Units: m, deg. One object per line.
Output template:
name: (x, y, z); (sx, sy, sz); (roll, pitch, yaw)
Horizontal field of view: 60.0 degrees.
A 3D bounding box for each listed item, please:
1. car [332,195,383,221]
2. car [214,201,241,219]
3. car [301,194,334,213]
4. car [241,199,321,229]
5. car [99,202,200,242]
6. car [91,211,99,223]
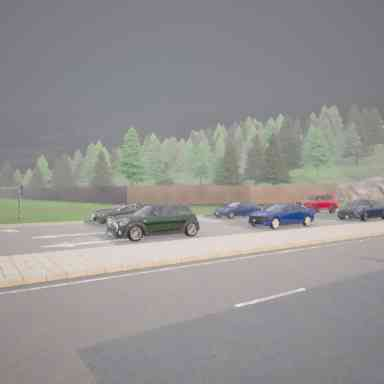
car: (13.899, 1.352, 27.081); (4.553, 1.767, 2.097); (0, 0, -34)
car: (4.061, 1.526, 28.930); (4.674, 1.442, 1.812); (0, 0, -33)
car: (12.934, 1.221, 34.845); (5.566, 2.045, 2.150); (0, 0, -33)
car: (5.871, 1.478, 21.727); (5.008, 1.535, 1.882); (0, 0, -34)
car: (-1.905, 1.352, 16.534); (4.553, 1.767, 2.097); (0, 0, -34)
car: (-4.506, 1.491, 23.207); (4.902, 1.511, 2.128); (0, 0, -34)
